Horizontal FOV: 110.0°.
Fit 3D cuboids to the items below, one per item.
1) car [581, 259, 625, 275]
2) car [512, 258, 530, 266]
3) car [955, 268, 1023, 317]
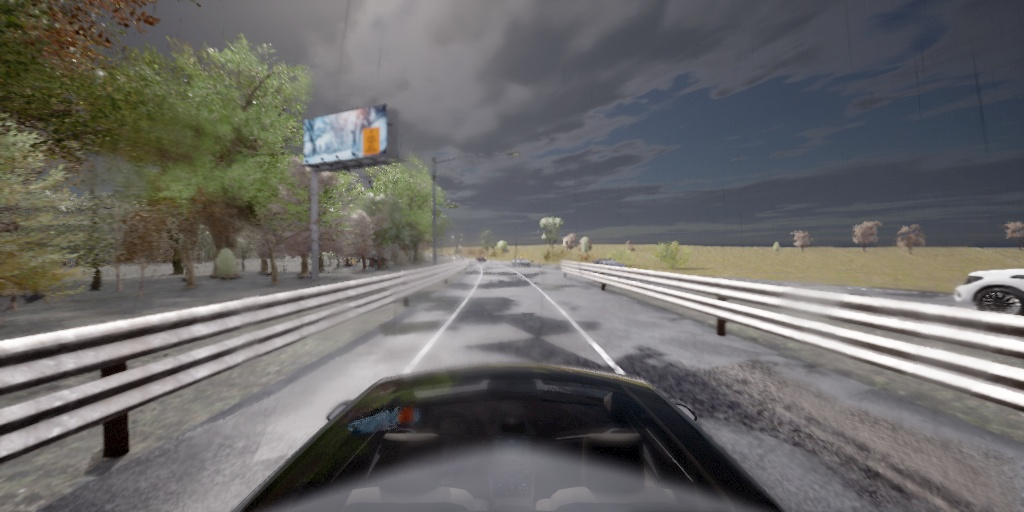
[{"bbox_3d":[8.154,0.955,32.378,2.033,1.411,5.357,-1,0,-15],"label":"car"},{"bbox_3d":[1.357,0.906,57.516,1.895,1.301,4.718,-1,0,-15],"label":"car"},{"bbox_3d":[14.667,0.723,8.275,2.150,2.045,5.566,-1,0,-15],"label":"car"}]
